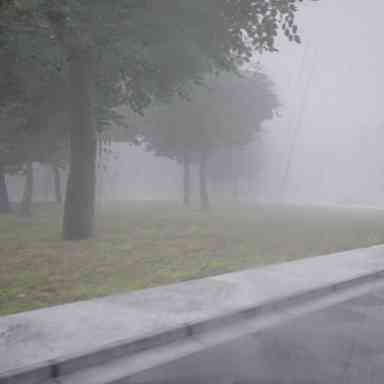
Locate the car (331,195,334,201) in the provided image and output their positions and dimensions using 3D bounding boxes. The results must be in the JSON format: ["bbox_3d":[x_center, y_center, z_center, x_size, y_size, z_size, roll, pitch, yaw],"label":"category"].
[{"bbox_3d":[30.801,1.415,66.727,2.097,1.767,4.553,0,0,-12],"label":"car"}]

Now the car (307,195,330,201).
[{"bbox_3d":[28.699,1.437,76.476,2.033,1.411,5.357,0,0,-12],"label":"car"}]

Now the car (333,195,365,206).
[{"bbox_3d":[26.417,1.600,56.003,1.994,1.385,4.181,0,0,-12],"label":"car"}]

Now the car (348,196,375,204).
[{"bbox_3d":[34.065,1.609,67.005,2.033,1.411,5.357,0,0,-12],"label":"car"}]

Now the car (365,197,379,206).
[{"bbox_3d":[29.625,1.574,56.625,1.812,1.442,4.674,0,0,-12],"label":"car"}]
